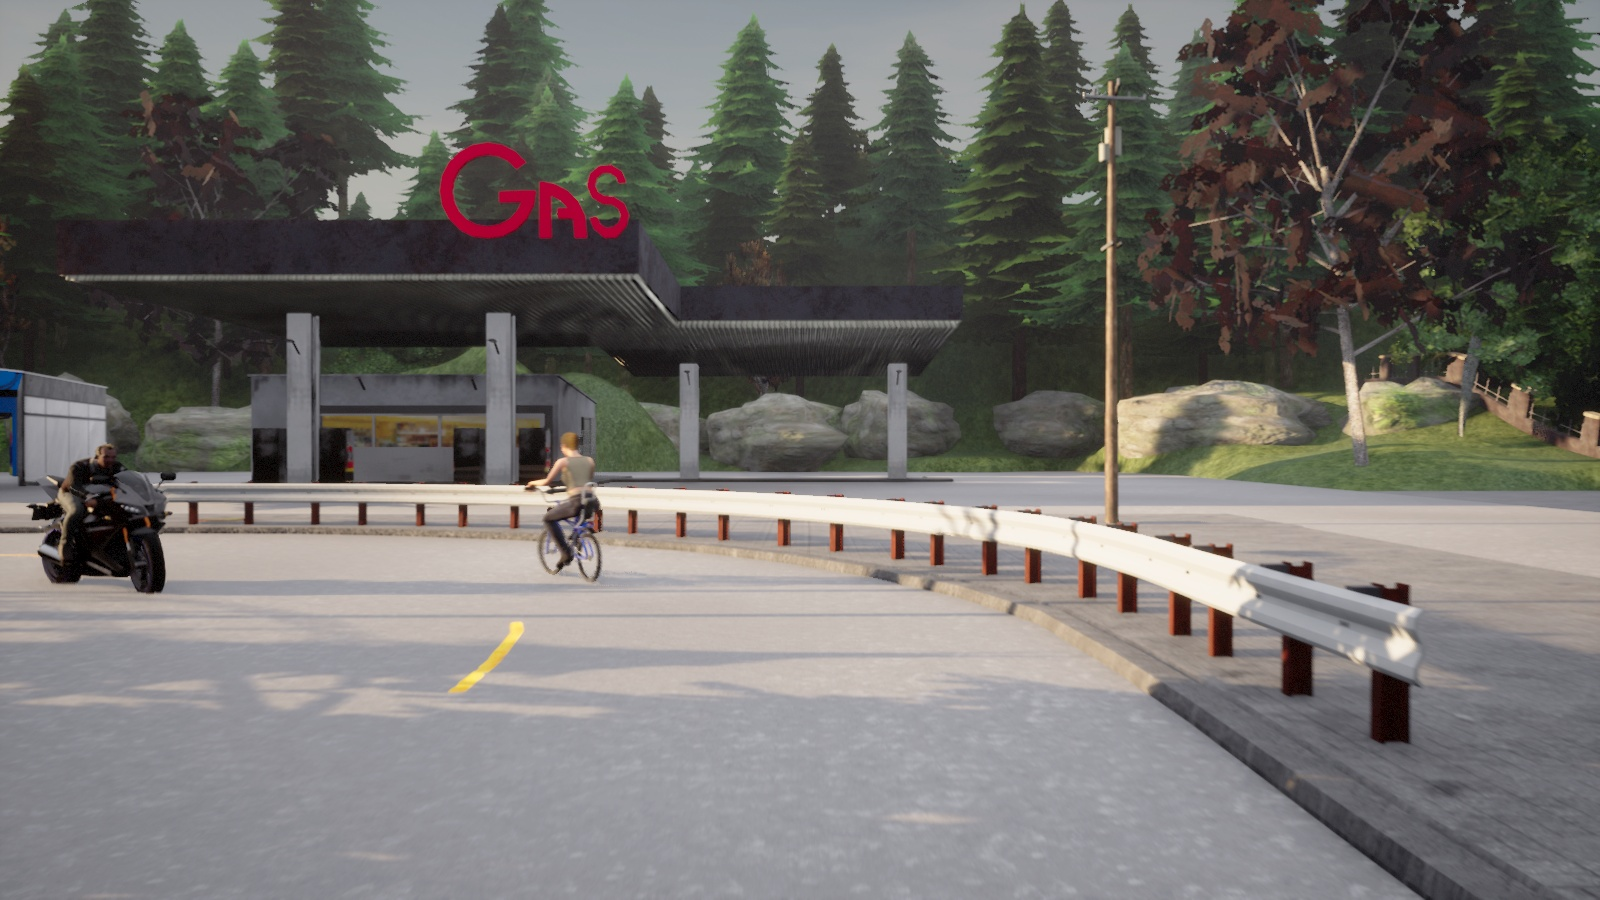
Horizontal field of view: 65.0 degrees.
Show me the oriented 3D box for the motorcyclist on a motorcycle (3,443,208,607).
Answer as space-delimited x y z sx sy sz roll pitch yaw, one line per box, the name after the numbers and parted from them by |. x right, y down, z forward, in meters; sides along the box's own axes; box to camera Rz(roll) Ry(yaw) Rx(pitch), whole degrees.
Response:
-7.103 0.705 12.811 2.191 1.530 0.866 0 2 33 | motorcyclist on a motorcycle

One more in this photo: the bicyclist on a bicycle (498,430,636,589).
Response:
-2.561 0.606 13.719 0.866 1.612 1.509 -2 2 -36 | bicyclist on a bicycle
